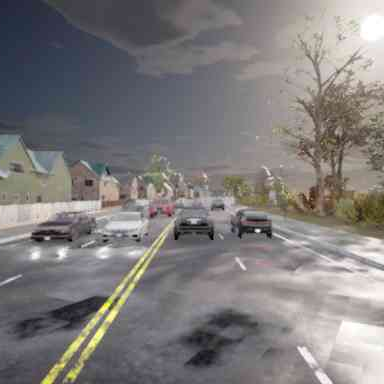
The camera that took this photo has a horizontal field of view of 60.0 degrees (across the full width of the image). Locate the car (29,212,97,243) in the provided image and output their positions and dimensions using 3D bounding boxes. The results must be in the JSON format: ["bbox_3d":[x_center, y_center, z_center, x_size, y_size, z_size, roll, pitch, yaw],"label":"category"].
[{"bbox_3d":[-6.598,1.767,17.828,2.033,1.411,5.357,0,-1,0],"label":"car"}]

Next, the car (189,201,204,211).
[{"bbox_3d":[0.757,2.163,51.962,2.033,1.411,5.357,0,-1,3],"label":"car"}]

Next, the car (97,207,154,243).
[{"bbox_3d":[-3.343,1.742,17.566,1.812,1.442,4.674,0,-1,0],"label":"car"}]

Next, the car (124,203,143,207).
[{"bbox_3d":[-6.378,1.927,35.874,2.128,1.511,4.902,0,-1,1],"label":"car"}]

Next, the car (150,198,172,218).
[{"bbox_3d":[-3.139,1.652,35.630,2.150,2.045,5.566,0,-1,1],"label":"car"}]

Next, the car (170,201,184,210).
[{"bbox_3d":[-2.416,2.246,55.636,1.994,1.385,4.181,0,-1,2],"label":"car"}]

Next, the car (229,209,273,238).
[{"bbox_3d":[3.355,1.741,19.322,1.837,1.490,4.892,0,-1,0],"label":"car"}]

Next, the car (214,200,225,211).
[{"bbox_3d":[4.014,1.964,51.978,2.097,1.767,4.553,0,-1,3],"label":"car"}]

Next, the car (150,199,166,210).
[{"bbox_3d":[-5.662,2.048,55.809,2.097,1.767,4.553,0,-1,2],"label":"car"}]

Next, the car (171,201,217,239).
[{"bbox_3d":[0.106,1.584,18.968,2.097,1.767,4.553,0,-1,0],"label":"car"}]
